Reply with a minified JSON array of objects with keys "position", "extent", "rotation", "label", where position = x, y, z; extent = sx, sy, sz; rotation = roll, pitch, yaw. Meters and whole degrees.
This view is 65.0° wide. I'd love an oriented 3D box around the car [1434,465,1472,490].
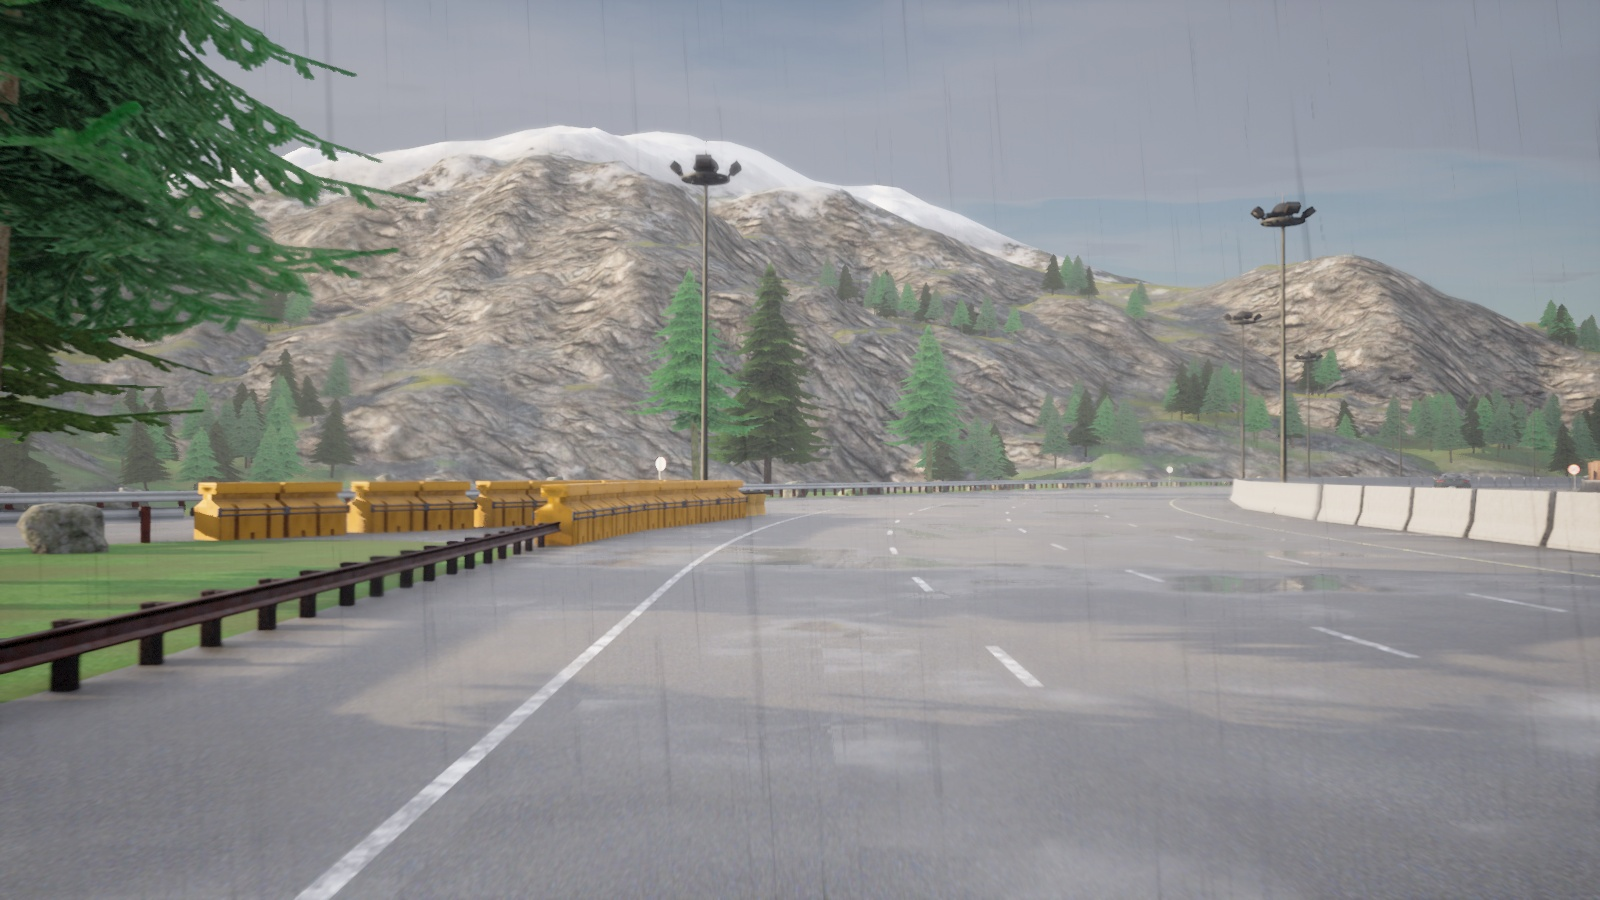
[{"position":[43.565,1.822,83.848],"extent":[2.152,1.651,5.027],"rotation":[-1,-1,26],"label":"car"}]
